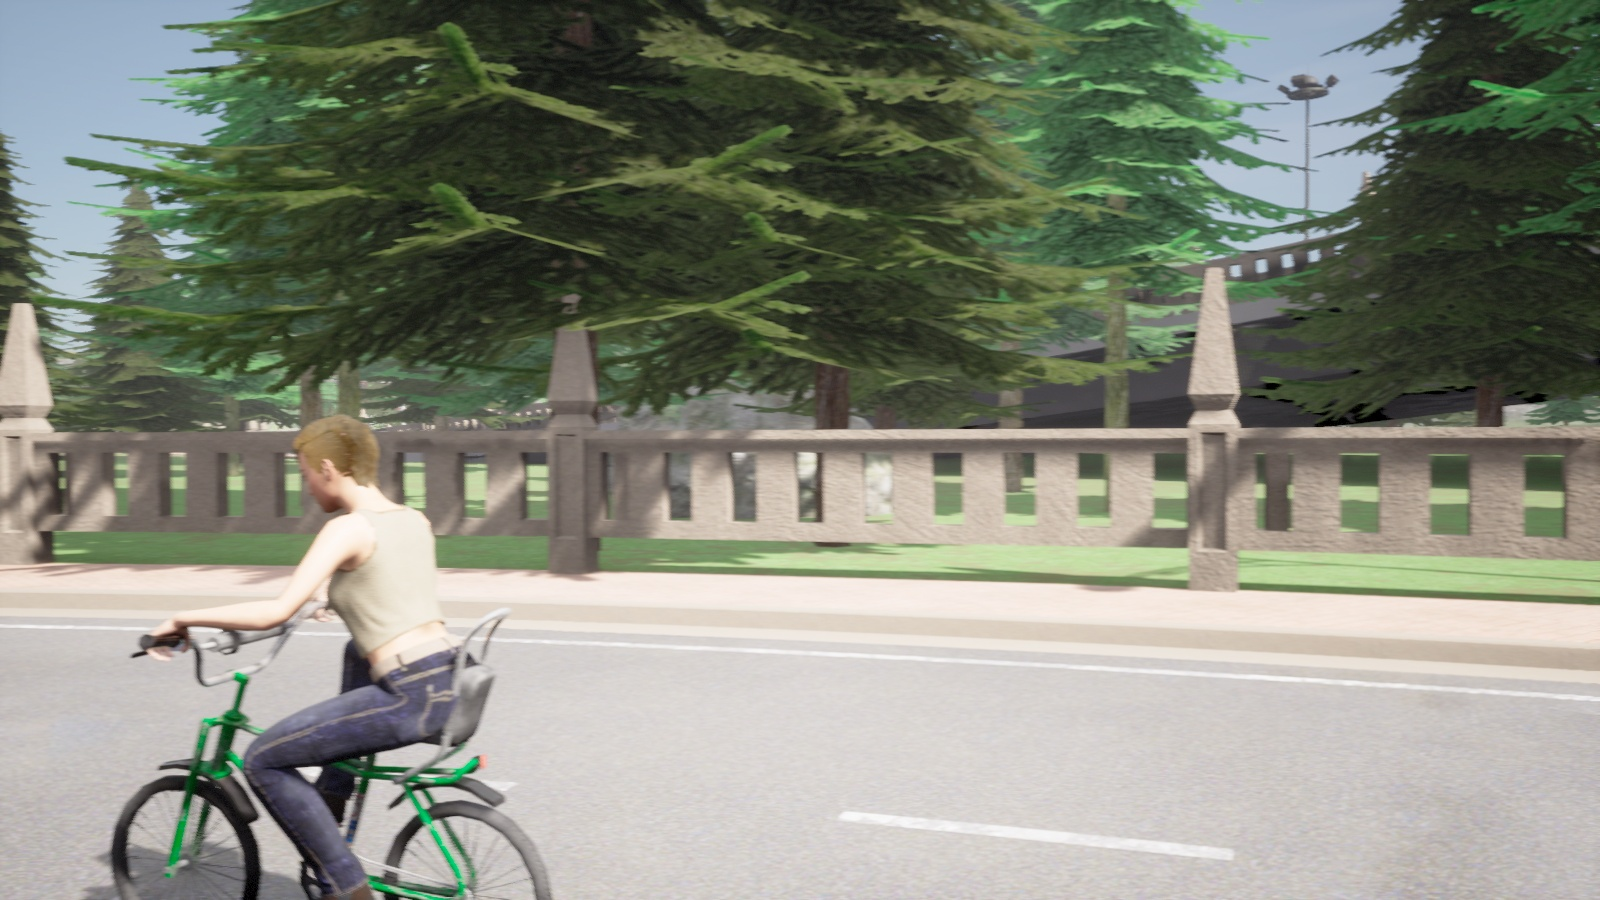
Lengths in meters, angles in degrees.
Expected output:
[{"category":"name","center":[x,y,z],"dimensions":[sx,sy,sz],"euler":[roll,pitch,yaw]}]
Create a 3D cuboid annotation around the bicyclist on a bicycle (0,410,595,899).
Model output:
[{"category":"bicyclist on a bicycle","center":[-1.479,0.695,3.662],"dimensions":[1.509,1.612,0.866],"euler":[0,1,16]}]
